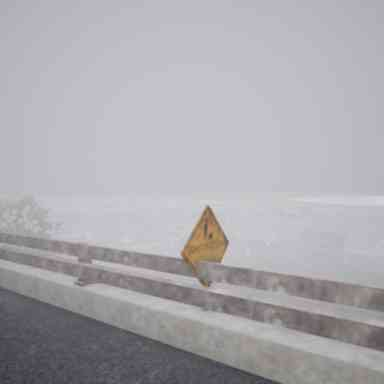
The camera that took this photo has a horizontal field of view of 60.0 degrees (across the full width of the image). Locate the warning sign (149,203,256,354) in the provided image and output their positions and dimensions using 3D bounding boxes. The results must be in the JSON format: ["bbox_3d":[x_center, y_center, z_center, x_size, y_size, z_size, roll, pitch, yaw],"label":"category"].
[{"bbox_3d":[0.195,1.117,5.030,1.060,1.860,1.300,1,0,35],"label":"warning sign"}]
